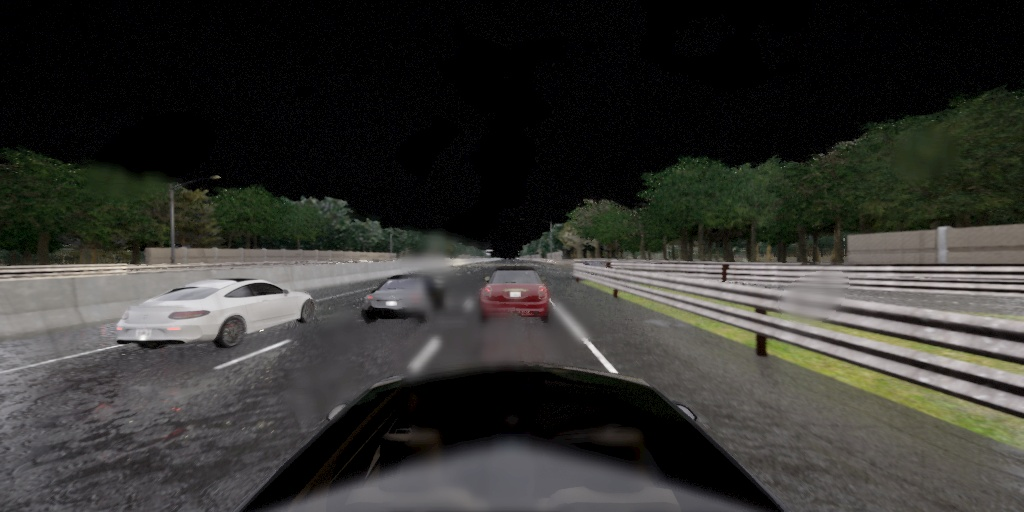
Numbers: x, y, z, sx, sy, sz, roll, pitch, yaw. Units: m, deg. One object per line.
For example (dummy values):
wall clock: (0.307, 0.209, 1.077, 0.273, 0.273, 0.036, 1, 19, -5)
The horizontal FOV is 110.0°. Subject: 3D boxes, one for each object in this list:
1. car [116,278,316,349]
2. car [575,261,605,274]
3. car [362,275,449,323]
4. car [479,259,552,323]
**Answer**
car: (-6.902, 1.275, 9.021, 1.812, 1.442, 4.674, 0, 0, 0)
car: (8.668, 1.260, 40.176, 1.994, 1.385, 4.181, -2, 0, -17)
car: (-3.402, 1.314, 12.165, 1.994, 1.385, 4.181, 0, 0, 0)
car: (0.097, 1.102, 12.217, 2.097, 1.767, 4.553, 0, 0, 0)
